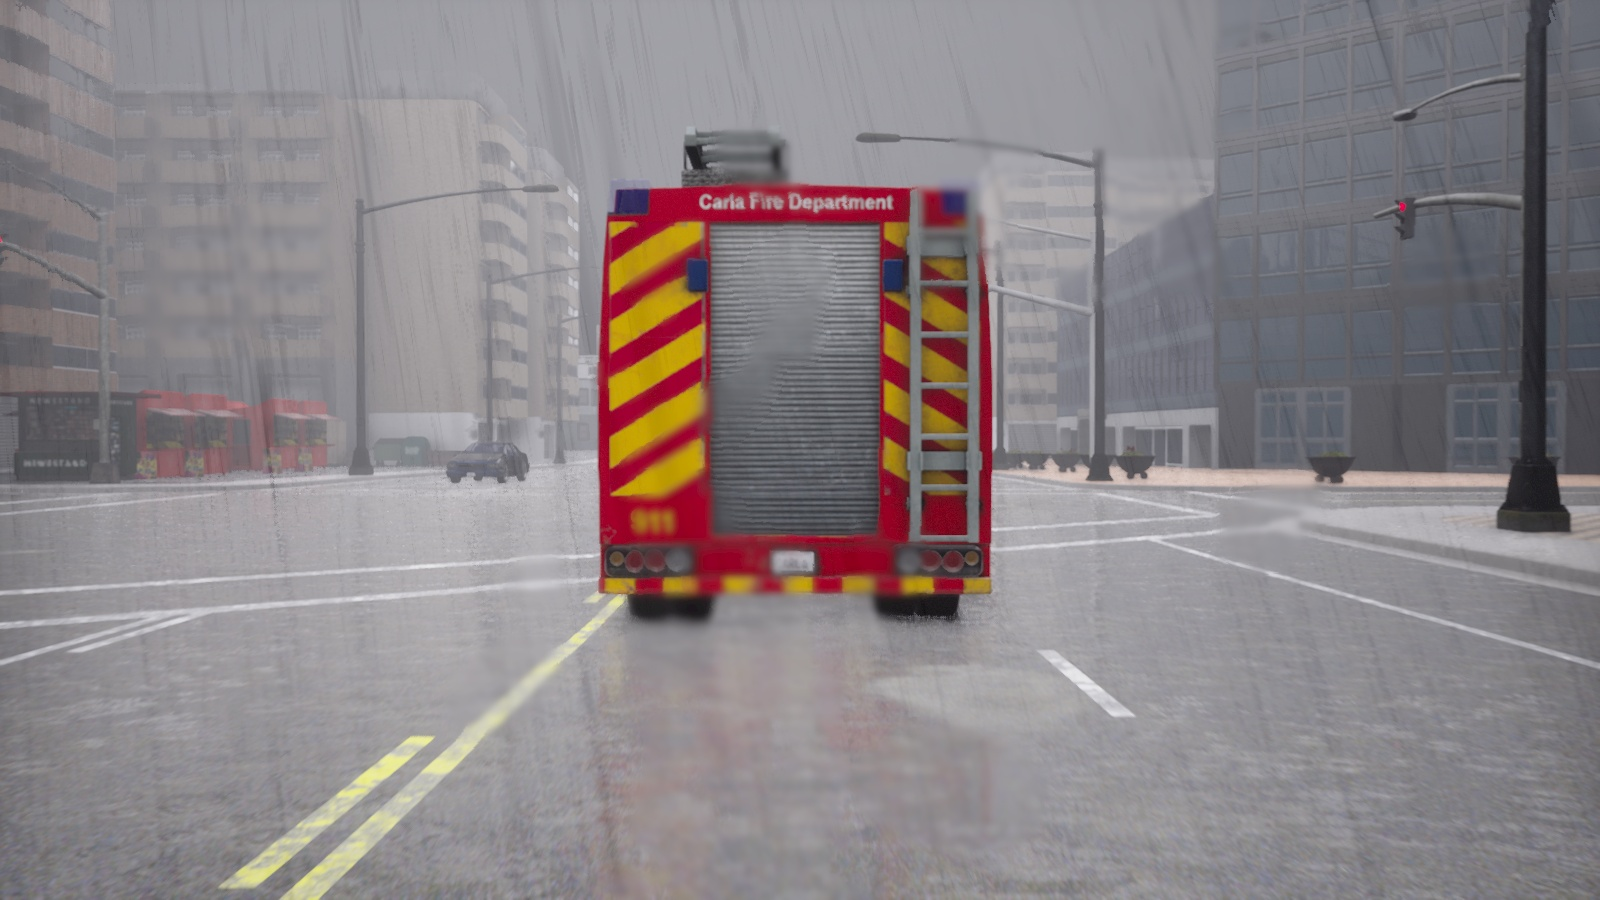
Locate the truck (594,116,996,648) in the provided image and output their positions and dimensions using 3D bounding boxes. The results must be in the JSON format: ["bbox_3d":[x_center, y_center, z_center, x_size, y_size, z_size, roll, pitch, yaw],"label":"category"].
[{"bbox_3d":[-0.076,-0.522,13.289,2.891,3.827,8.468,0,1,-1],"label":"truck"}]

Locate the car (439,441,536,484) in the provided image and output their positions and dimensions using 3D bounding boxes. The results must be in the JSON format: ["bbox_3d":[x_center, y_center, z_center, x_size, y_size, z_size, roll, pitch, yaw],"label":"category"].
[{"bbox_3d":[-10.733,0.408,43.569,2.033,1.411,5.357,0,0,0],"label":"car"}]
